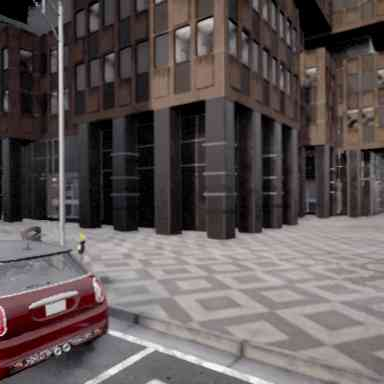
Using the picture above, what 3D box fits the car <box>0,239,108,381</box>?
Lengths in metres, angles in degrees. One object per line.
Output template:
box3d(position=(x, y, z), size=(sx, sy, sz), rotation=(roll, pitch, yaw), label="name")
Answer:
box3d(position=(-3.285, 1.484, 5.258), size=(4.097, 1.590, 1.967), rotation=(-1, 0, 35), label="car")
